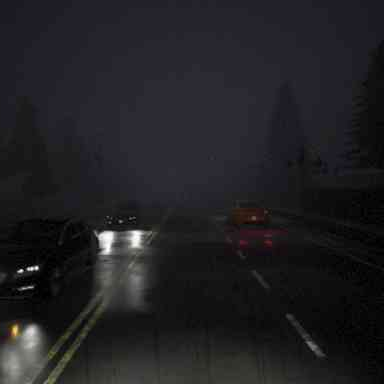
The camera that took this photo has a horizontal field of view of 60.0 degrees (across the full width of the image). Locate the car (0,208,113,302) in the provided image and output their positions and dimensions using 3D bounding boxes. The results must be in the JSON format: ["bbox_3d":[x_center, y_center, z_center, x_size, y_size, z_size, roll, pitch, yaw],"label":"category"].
[{"bbox_3d":[-3.685,1.407,8.282,2.128,1.511,4.902,0,1,-1],"label":"car"}]

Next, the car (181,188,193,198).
[{"bbox_3d":[-1.052,0.229,71.490,2.150,2.045,5.566,0,1,-8],"label":"car"}]

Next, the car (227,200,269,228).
[{"bbox_3d":[3.250,1.210,20.092,1.882,1.535,5.008,0,1,-1],"label":"car"}]

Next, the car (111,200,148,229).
[{"bbox_3d":[-3.790,1.268,19.982,1.837,1.490,4.892,0,1,0],"label":"car"}]
